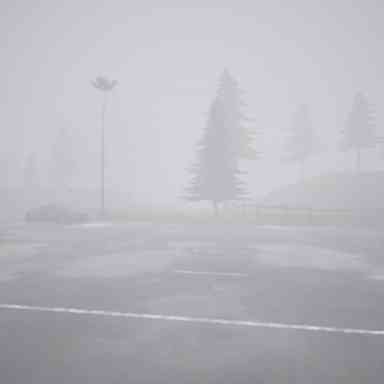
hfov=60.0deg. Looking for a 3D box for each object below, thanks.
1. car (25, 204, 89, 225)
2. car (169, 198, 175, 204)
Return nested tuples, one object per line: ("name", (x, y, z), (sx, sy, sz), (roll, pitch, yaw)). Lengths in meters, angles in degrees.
("car", (-9.378, 1.527, 23.230), (4.181, 1.385, 1.994), (1, 0, 9))
("car", (-2.771, 1.717, 68.036), (2.128, 1.511, 4.902), (1, 0, -38))
